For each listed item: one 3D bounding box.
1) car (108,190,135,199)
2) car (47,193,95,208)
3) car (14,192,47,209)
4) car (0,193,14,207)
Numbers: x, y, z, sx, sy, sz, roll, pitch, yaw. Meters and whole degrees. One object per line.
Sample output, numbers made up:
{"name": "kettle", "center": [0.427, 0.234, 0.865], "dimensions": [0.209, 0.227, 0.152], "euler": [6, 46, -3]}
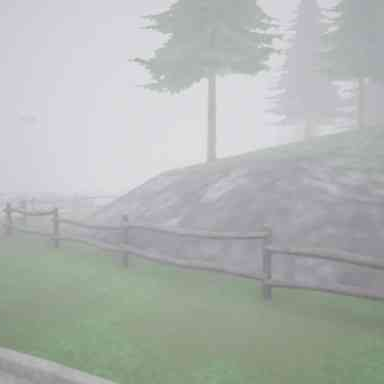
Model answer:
{"name": "car", "center": [-12.152, 0.338, 56.061], "dimensions": [1.812, 1.442, 4.674], "euler": [1, 1, 24]}
{"name": "car", "center": [-11.275, 0.872, 31.863], "dimensions": [1.994, 1.385, 4.181], "euler": [1, 1, 23]}
{"name": "car", "center": [-14.663, 0.802, 32.839], "dimensions": [1.812, 1.442, 4.674], "euler": [1, 1, 23]}
{"name": "car", "center": [-17.865, 0.763, 34.249], "dimensions": [1.812, 1.442, 4.674], "euler": [1, 1, 23]}
